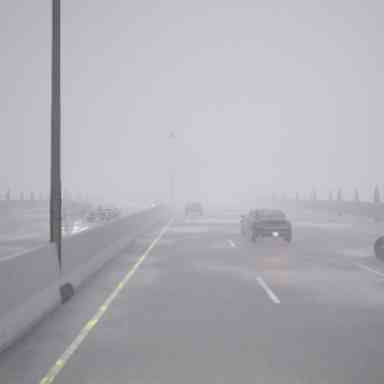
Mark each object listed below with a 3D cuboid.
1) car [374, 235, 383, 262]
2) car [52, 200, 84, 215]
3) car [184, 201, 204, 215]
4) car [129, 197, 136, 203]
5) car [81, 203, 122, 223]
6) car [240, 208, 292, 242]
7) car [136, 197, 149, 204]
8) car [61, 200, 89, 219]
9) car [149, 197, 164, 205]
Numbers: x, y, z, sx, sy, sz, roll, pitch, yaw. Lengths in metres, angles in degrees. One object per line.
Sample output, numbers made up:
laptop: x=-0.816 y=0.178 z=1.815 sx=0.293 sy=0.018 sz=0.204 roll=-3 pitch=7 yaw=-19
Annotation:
car: x=7.128 y=1.575 z=9.416 sx=1.812 sy=1.442 sz=4.674 roll=0 pitch=0 yaw=0
car: x=-13.976 y=1.669 z=37.817 sx=1.837 sy=1.490 sz=4.892 roll=0 pitch=0 yaw=0
car: x=0.207 y=1.657 z=35.761 sx=2.128 sy=1.511 sz=4.902 roll=0 pitch=0 yaw=0
car: x=-13.756 y=1.856 z=79.745 sx=1.895 sy=1.301 sz=4.718 roll=0 pitch=0 yaw=0
car: x=-7.020 y=1.719 z=26.805 sx=1.895 sy=1.301 sz=4.718 roll=0 pitch=0 yaw=0
car: x=3.647 y=1.586 z=16.914 sx=1.837 sy=1.490 sz=4.892 roll=0 pitch=0 yaw=0
car: x=-10.281 y=1.856 z=71.998 sx=1.837 sy=1.490 sz=4.892 roll=0 pitch=0 yaw=0
car: x=-10.502 y=1.626 z=30.920 sx=2.128 sy=1.511 sz=4.902 roll=0 pitch=0 yaw=0
car: x=-6.797 y=1.847 z=67.256 sx=2.128 sy=1.511 sz=4.902 roll=0 pitch=0 yaw=0
